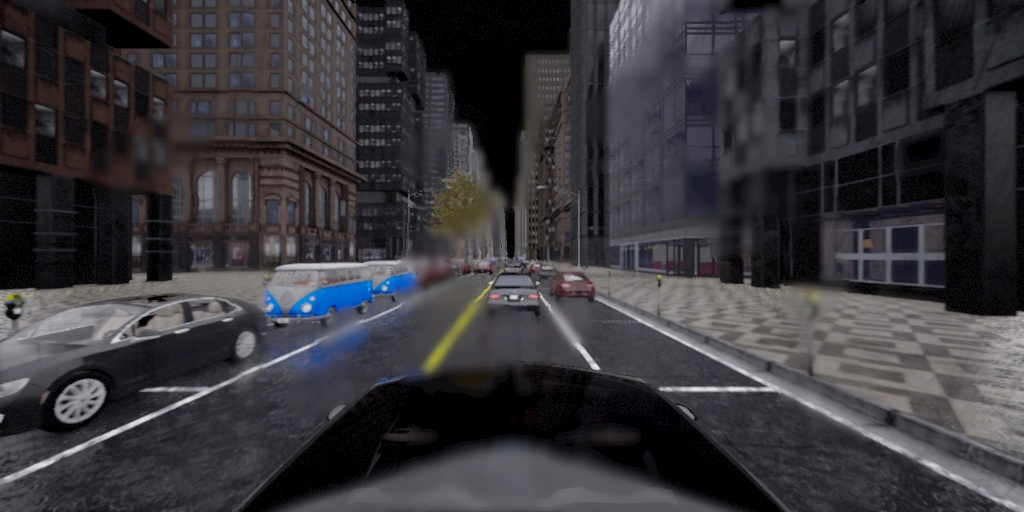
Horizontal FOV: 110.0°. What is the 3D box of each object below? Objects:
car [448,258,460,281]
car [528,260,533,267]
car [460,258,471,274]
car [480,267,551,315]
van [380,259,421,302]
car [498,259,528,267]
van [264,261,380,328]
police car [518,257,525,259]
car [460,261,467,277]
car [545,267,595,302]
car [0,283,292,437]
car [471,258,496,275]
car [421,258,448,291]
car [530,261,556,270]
[{"bbox_3d":[-5.765,1.112,28.170,2.192,1.841,5.009,0,0,0],"label":"car"},{"bbox_3d":[2.760,1.401,39.532,1.802,1.307,4.207,0,0,0],"label":"car"},{"bbox_3d":[-5.766,1.133,39.524,2.192,1.841,5.009,0,0,0],"label":"car"},{"bbox_3d":[0.084,1.319,13.531,2.033,1.411,5.357,0,0,0],"label":"car"},{"bbox_3d":[-5.764,1.117,16.815,1.690,1.789,3.998,0,0,0],"label":"van"},{"bbox_3d":[0.091,1.299,33.535,2.128,1.511,4.902,0,0,0],"label":"car"},{"bbox_3d":[-5.763,1.107,11.137,1.690,1.789,3.998,0,0,0],"label":"van"},{"bbox_3d":[2.362,1.282,57.732,1.930,1.638,5.238,0,0,0],"label":"police car"},{"bbox_3d":[-5.765,1.374,33.847,1.948,1.339,4.313,0,0,0],"label":"car"},{"bbox_3d":[2.761,1.359,16.822,1.802,1.307,4.207,0,0,0],"label":"car"},{"bbox_3d":[-5.763,1.307,5.460,2.007,1.370,4.403,0,0,0],"label":"car"},{"bbox_3d":[-3.098,1.297,39.799,1.882,1.535,5.008,0,0,0],"label":"car"},{"bbox_3d":[-5.764,1.102,22.492,2.192,1.841,5.009,0,0,0],"label":"car"},{"bbox_3d":[2.760,1.348,28.177,2.007,1.370,4.403,0,0,0],"label":"car"}]
